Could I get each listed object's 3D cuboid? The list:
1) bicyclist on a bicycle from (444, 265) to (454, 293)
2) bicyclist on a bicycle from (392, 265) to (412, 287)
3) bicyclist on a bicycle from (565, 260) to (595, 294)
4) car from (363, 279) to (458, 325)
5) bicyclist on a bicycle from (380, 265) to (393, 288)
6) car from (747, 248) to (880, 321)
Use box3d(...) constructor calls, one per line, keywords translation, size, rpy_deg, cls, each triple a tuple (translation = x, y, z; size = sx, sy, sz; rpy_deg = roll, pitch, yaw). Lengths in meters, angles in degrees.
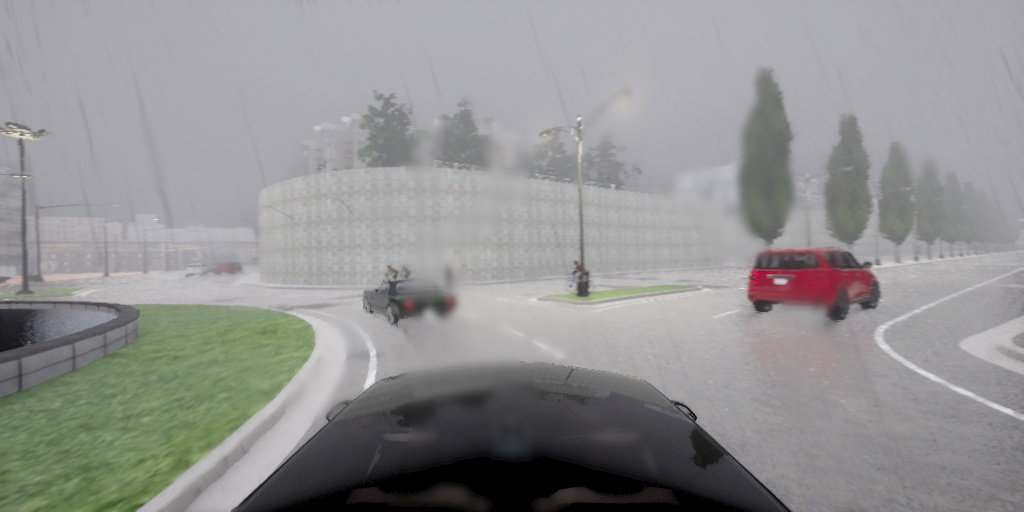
box3d(translation=(-3.680, 1.340, 20.979), size=(0.582, 1.620, 1.656), rpy_deg=(-1, 0, 5), cls="bicyclist on a bicycle")
box3d(translation=(-7.034, 1.401, 23.826), size=(0.582, 1.620, 1.656), rpy_deg=(9, 7, 15), cls="bicyclist on a bicycle")
box3d(translation=(3.254, 1.021, 17.386), size=(1.656, 1.620, 0.582), rpy_deg=(-2, -1, 42), cls="bicyclist on a bicycle")
box3d(translation=(-3.743, 1.466, 12.480), size=(1.895, 1.301, 4.718), rpy_deg=(-1, 0, -35), cls="car")
box3d(translation=(-8.225, 1.394, 24.547), size=(1.656, 1.620, 0.582), rpy_deg=(-10, 20, -39), cls="bicyclist on a bicycle")
box3d(translation=(9.841, 0.777, 11.665), size=(5.566, 2.045, 2.150), rpy_deg=(-1, -1, -34), cls="car")
